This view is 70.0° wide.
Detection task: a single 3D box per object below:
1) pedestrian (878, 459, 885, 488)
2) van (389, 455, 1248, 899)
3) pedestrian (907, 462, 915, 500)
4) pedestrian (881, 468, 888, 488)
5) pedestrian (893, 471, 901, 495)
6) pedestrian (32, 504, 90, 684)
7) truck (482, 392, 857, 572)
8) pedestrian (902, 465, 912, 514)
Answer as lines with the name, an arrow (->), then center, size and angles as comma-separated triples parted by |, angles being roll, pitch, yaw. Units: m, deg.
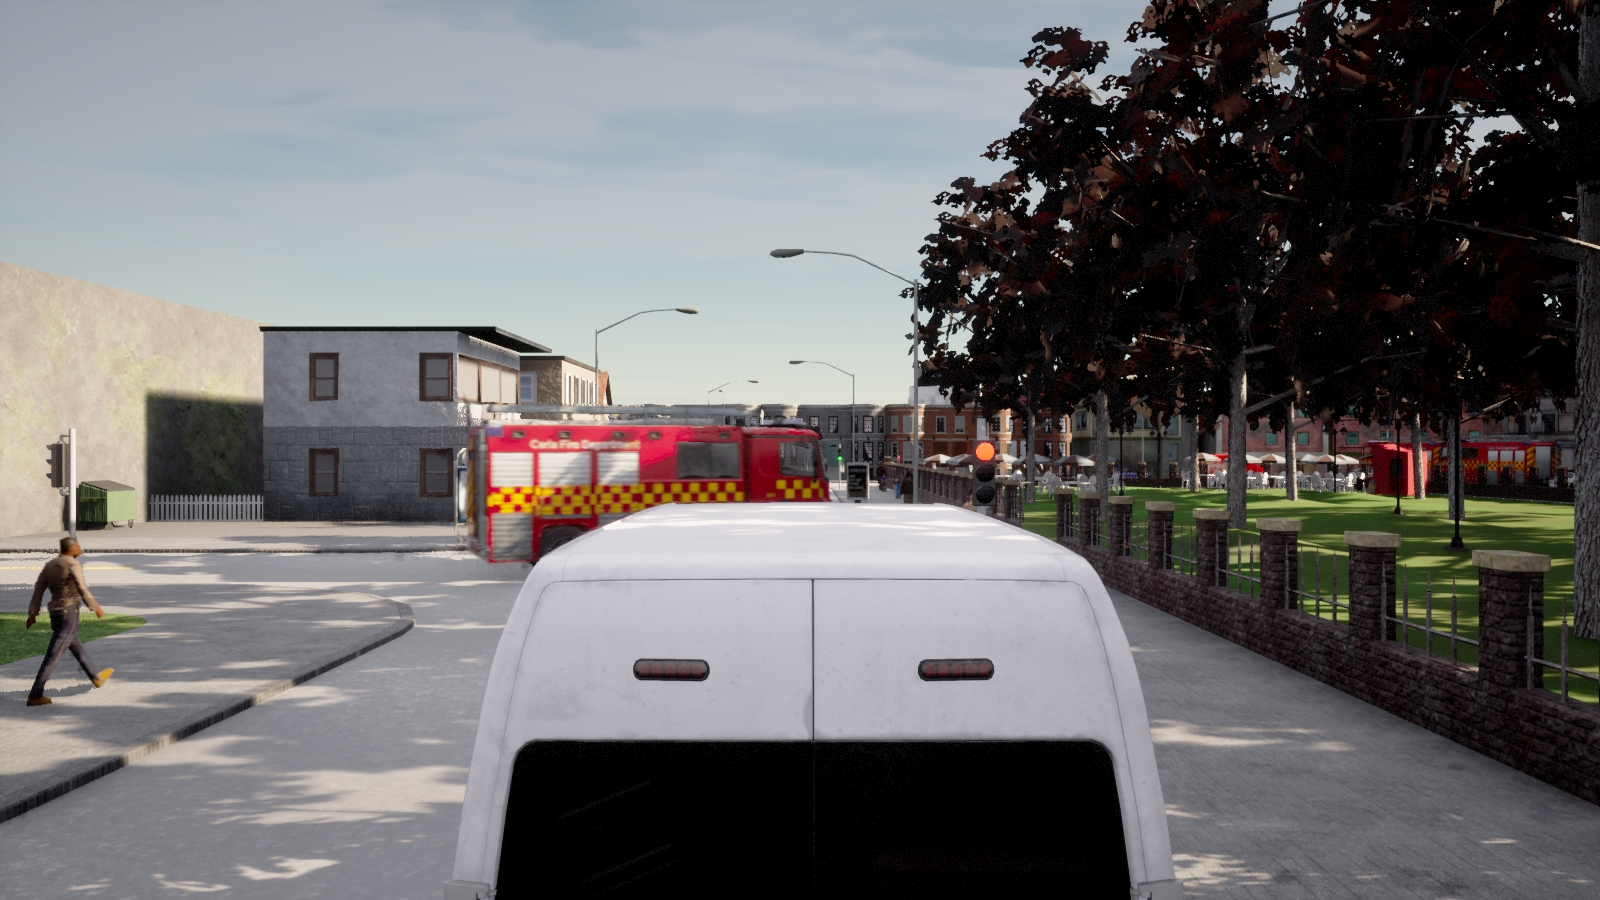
pedestrian -> 5.245, 1.516, 73.485 | 0.375, 1.860, 0.375 | 0, 0, 31
van -> 0.036, 1.314, 5.605 | 1.988, 2.561, 5.915 | 0, 0, 0
pedestrian -> 5.442, 1.525, 56.163 | 0.375, 1.860, 0.375 | 0, 0, 3
pedestrian -> 5.392, 1.796, 72.897 | 0.375, 1.300, 0.375 | 0, 0, 11
pedestrian -> 5.319, 1.805, 62.582 | 0.375, 1.300, 0.375 | 0, 0, -3
pedestrian -> -7.864, 1.517, 12.163 | 0.375, 1.860, 0.375 | 0, 0, 19
truck -> -3.059, 0.670, 27.465 | 8.468, 3.827, 2.891 | 0, 0, -25
pedestrian -> 4.109, 1.525, 43.769 | 0.375, 1.860, 0.375 | 0, 0, 2
